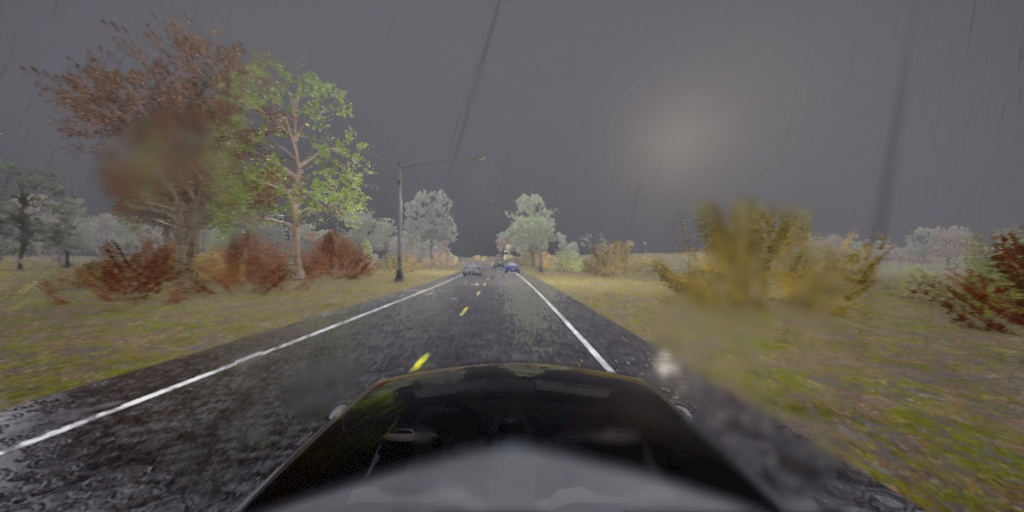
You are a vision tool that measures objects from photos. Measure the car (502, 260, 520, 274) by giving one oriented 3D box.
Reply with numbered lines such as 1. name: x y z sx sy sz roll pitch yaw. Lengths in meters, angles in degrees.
1. car: -0.013 1.610 49.700 1.882 1.535 5.008 0 0 -3

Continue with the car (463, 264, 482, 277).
1. car: -4.412 1.638 40.630 1.994 1.385 4.181 0 -1 -2
